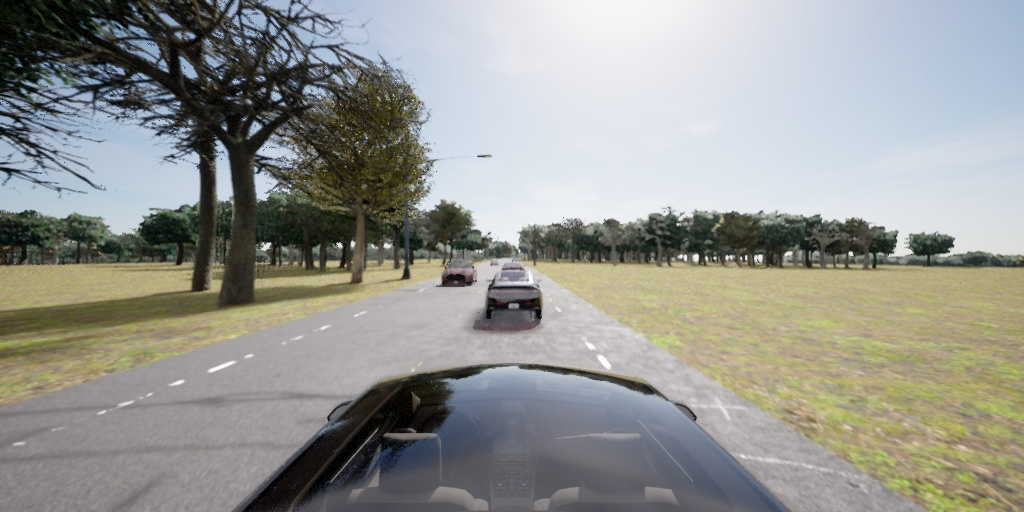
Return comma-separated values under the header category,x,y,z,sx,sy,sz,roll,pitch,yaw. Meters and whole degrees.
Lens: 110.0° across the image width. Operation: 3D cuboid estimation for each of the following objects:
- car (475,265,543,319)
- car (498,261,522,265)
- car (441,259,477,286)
category,x,y,z,sx,sy,sz,roll,pitch,yaw
car,0.067,1.249,12.951,2.128,1.511,4.902,0,0,0
car,0.062,1.183,29.626,1.882,1.535,5.008,-1,1,0
car,-3.605,1.081,25.214,2.097,1.767,4.553,0,0,0
